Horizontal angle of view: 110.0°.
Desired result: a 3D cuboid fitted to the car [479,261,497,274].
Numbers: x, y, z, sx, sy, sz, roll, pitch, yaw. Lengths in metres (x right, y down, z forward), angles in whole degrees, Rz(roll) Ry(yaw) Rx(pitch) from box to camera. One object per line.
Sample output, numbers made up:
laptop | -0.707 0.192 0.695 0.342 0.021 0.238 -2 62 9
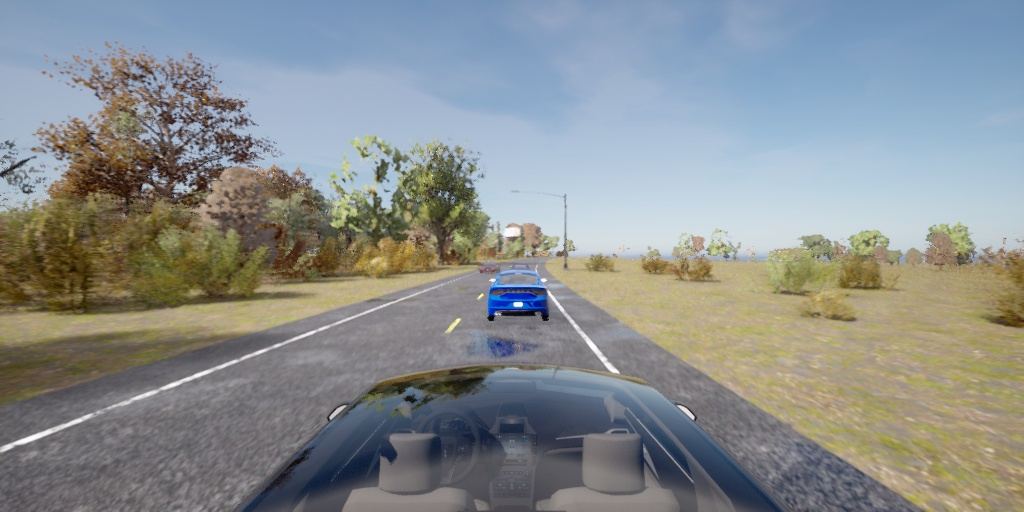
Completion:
car | -2.484 1.303 40.454 1.994 1.385 4.181 0 0 3

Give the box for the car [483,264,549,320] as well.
car | 0.220 1.228 12.676 1.882 1.535 5.008 0 0 1
